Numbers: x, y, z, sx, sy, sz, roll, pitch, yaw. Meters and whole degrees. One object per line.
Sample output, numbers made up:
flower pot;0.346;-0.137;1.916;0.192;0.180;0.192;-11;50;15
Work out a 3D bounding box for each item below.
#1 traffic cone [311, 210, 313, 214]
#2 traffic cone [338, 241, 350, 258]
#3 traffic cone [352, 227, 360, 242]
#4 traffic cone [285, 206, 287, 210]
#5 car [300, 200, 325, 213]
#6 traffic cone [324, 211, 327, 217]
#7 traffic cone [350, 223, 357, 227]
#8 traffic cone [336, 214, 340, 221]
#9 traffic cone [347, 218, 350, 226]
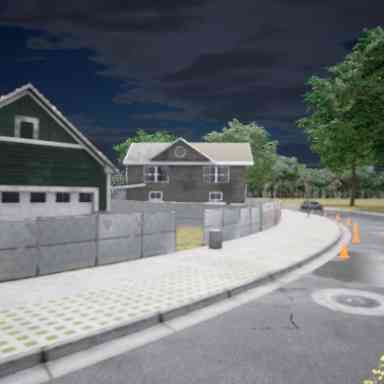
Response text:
traffic cone;14.155;2.311;39.161;0.340;0.580;0.340;0;0;1
traffic cone;5.609;2.105;12.273;0.340;0.580;0.340;0;-1;34
traffic cone;8.075;2.150;16.349;0.340;0.580;0.340;0;0;28
traffic cone;13.907;2.359;49.013;0.340;0.580;0.340;1;0;-2
car;15.973;1.904;44.426;1.837;1.490;4.892;1;0;-2
traffic cone;13.816;2.286;34.409;0.340;0.580;0.340;0;0;7
traffic cone;10.146;2.190;20.640;0.340;0.580;0.340;0;0;23
traffic cone;13.029;2.257;29.710;0.340;0.580;0.340;0;0;12
traffic cone;11.802;2.225;25.105;0.340;0.580;0.340;0;0;18
